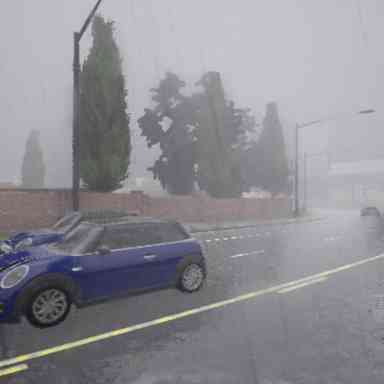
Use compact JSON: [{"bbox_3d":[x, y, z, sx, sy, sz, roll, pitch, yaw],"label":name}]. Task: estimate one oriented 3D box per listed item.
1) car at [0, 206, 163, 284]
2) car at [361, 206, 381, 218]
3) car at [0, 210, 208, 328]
[{"bbox_3d":[-3.396,1.391,10.429,4.553,1.767,2.097,0,0,-38],"label":"car"},{"bbox_3d":[23.408,2.587,43.618,1.812,1.442,4.674,0,-2,22],"label":"car"},{"bbox_3d":[-1.883,1.377,7.185,4.553,1.767,2.097,0,0,-38],"label":"car"}]
